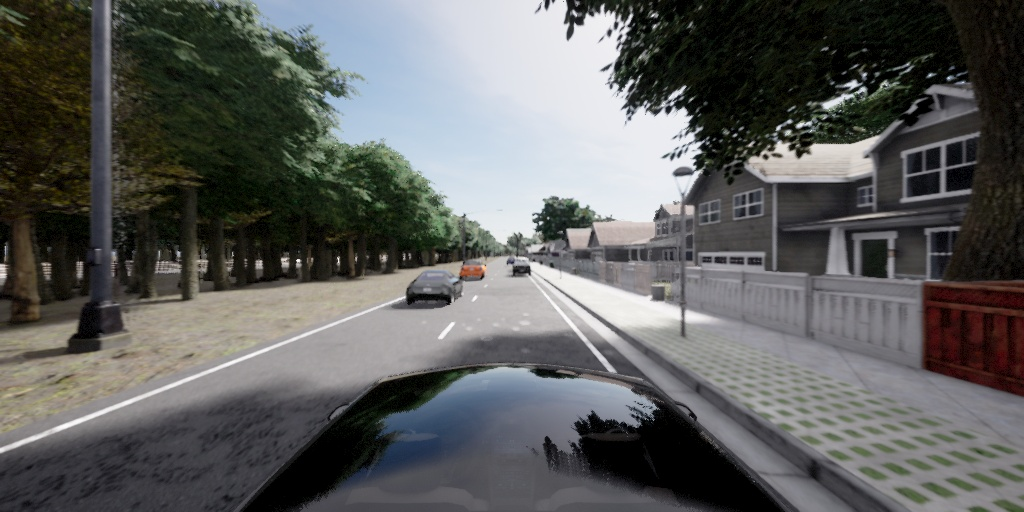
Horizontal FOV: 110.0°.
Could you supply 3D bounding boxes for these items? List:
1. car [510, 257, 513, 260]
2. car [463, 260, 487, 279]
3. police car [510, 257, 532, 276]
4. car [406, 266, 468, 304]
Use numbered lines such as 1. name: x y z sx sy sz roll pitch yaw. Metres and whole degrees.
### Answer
1. car: 1.020 1.250 48.012 1.801 1.575 5.366 0 0 0
2. car: -3.421 1.139 32.625 2.097 1.767 4.553 0 0 0
3. police car: 1.027 1.218 37.934 1.930 1.638 5.238 0 0 0
4. car: -3.409 1.329 16.433 1.994 1.385 4.181 0 0 0
